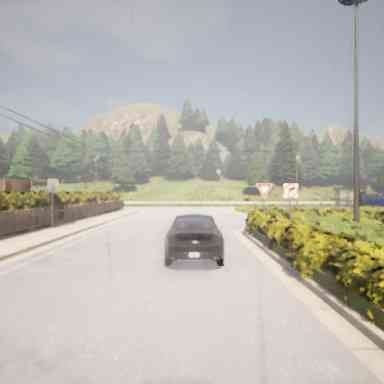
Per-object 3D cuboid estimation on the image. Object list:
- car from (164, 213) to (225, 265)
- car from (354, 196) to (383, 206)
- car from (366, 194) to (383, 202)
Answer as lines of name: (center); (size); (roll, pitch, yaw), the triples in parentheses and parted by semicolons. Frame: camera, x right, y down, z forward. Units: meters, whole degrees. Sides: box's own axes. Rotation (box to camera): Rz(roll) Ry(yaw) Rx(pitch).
car: (0.076, 1.516, 11.704); (1.837, 1.490, 4.892); (0, 0, 0)
car: (27.518, 1.378, 50.627); (4.674, 1.442, 1.812); (0, 0, 0)
car: (26.124, 1.265, 47.071); (5.566, 2.045, 2.150); (0, 0, 1)
